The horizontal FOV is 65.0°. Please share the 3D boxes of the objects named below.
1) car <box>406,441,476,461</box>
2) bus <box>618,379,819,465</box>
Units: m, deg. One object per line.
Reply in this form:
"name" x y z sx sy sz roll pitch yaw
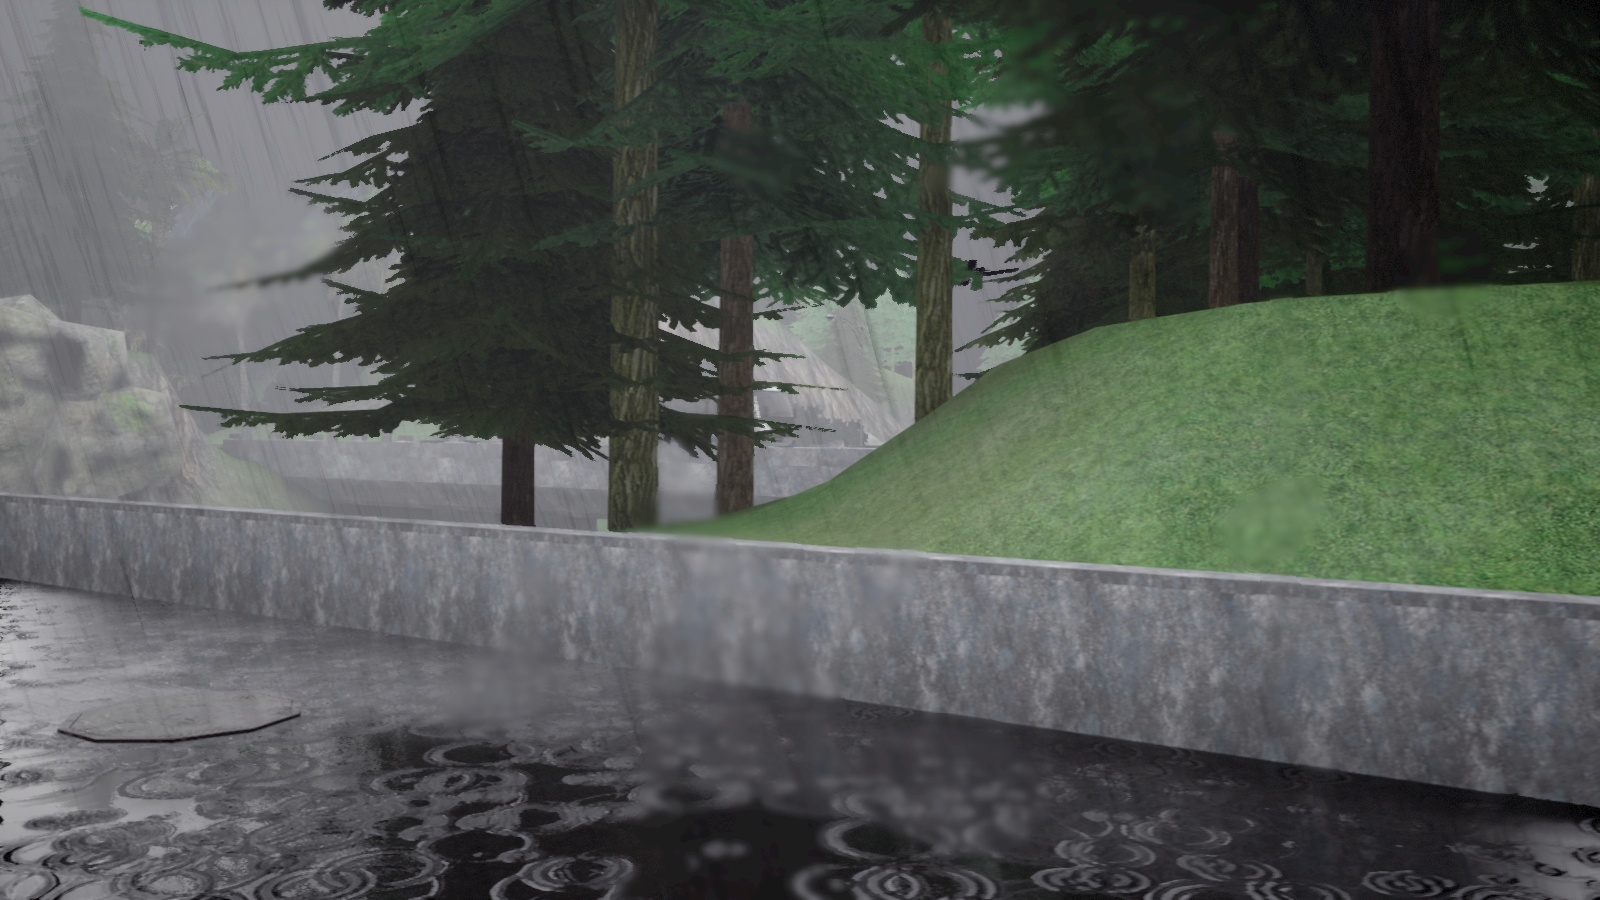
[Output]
"car" -24.207 0.046 84.542 4.718 1.301 1.895 0 1 34
"bus" -4.426 -1.424 66.591 10.273 4.253 3.944 0 1 34
